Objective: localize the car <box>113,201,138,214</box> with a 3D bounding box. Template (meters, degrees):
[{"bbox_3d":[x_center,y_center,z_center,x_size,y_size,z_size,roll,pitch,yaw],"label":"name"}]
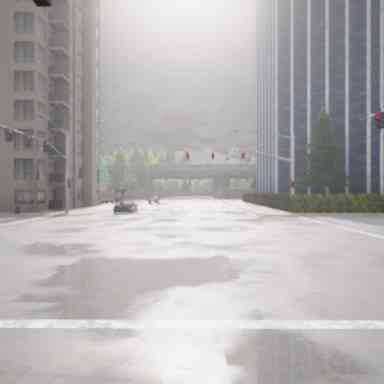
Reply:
[{"bbox_3d":[-6.977,1.605,35.201,1.895,1.301,4.718,0,0,1],"label":"car"}]

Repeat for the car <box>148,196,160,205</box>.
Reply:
[{"bbox_3d":[-6.944,1.414,60.918,2.128,1.511,4.902,0,0,0],"label":"car"}]
